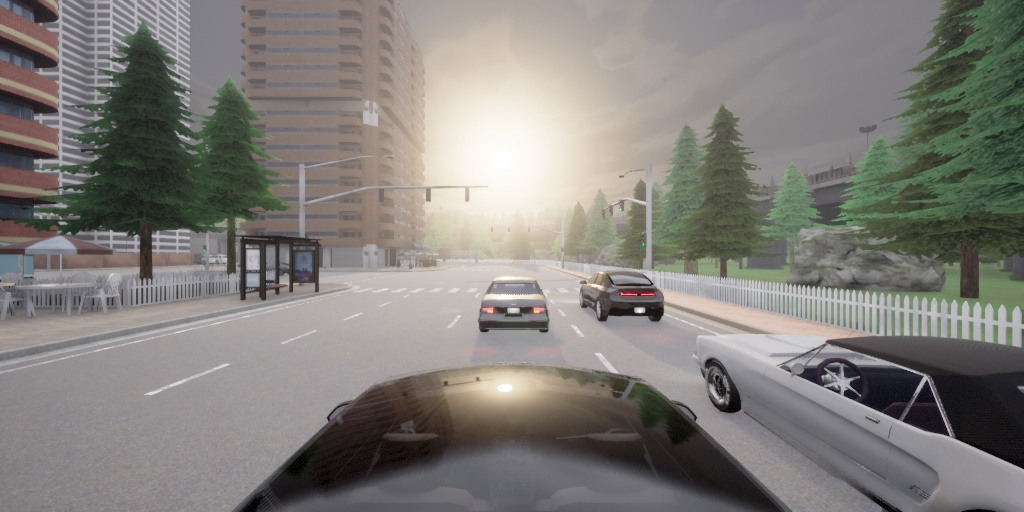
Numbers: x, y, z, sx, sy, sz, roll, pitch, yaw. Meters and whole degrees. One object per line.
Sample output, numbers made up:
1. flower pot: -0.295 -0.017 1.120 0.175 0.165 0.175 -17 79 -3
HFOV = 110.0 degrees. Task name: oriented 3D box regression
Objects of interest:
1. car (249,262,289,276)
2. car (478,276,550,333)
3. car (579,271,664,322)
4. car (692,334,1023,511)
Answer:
1. car: -25.120 1.331 37.742 4.674 1.442 1.812 0 0 0
2. car: 0.078 1.297 10.764 2.033 1.411 5.357 0 0 1
3. car: 3.565 1.255 12.353 1.837 1.490 4.892 0 0 1
4. car: 3.513 1.351 3.090 1.895 1.301 4.718 0 0 1
